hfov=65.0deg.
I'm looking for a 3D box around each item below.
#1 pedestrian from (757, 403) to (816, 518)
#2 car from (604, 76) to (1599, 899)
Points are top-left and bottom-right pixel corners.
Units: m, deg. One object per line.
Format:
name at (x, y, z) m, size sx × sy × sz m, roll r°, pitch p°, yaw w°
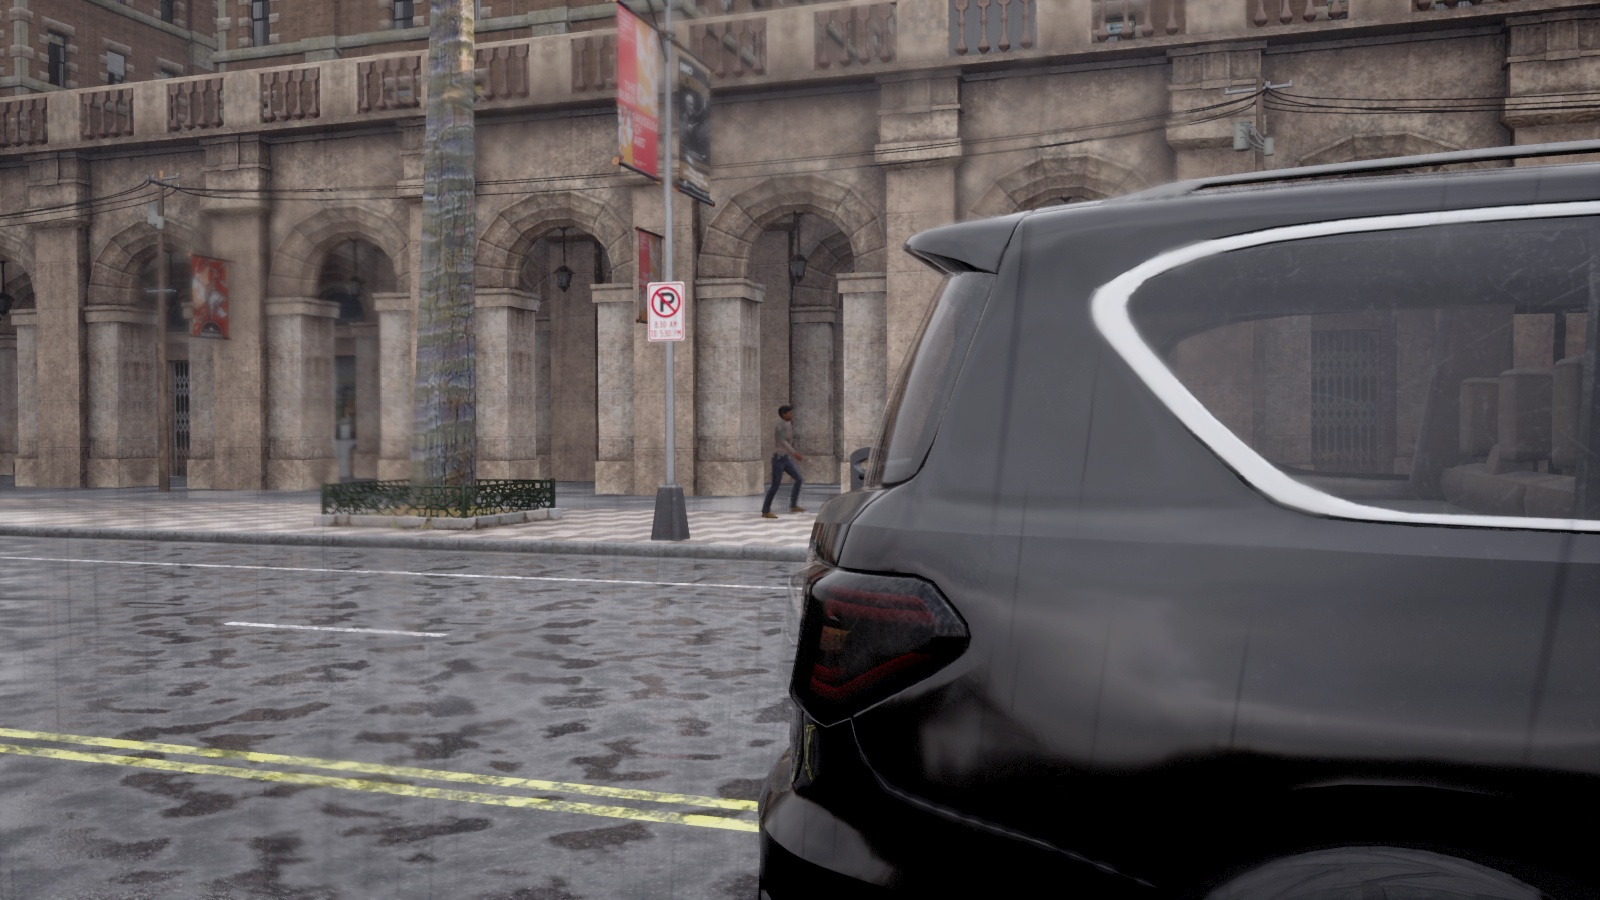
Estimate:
pedestrian at (-0.211, 0.163, 19.931) m, size 0.869 × 1.805 × 0.328 m, roll 1°, pitch 1°, yaw 18°
car at (2.642, 0.519, 2.301) m, size 5.566 × 2.045 × 2.150 m, roll 1°, pitch 1°, yaw 19°
